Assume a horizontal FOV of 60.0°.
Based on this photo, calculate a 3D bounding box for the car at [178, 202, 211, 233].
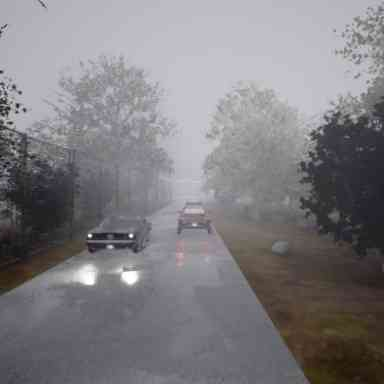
[{"bbox_3d":[0.132,1.519,19.570,1.812,1.442,4.674,0,0,0],"label":"car"}]

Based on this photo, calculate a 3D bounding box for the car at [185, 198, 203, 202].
[{"bbox_3d":[0.190,1.464,37.695,1.882,1.535,5.008,0,0,0],"label":"car"}]

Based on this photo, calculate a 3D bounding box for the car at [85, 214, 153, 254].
[{"bbox_3d":[-2.818,1.596,13.685,1.895,1.301,4.718,0,0,0],"label":"car"}]
